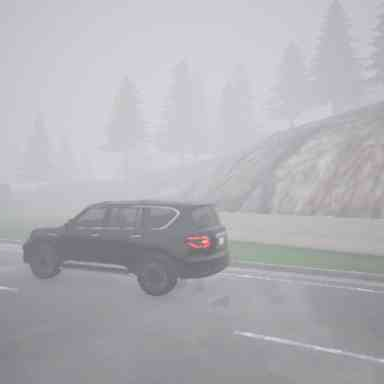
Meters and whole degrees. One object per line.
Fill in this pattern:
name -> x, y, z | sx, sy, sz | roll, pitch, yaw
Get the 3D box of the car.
car -> -1.769, 1.220, 8.686 | 5.566, 2.045, 2.150 | 0, 0, 24
